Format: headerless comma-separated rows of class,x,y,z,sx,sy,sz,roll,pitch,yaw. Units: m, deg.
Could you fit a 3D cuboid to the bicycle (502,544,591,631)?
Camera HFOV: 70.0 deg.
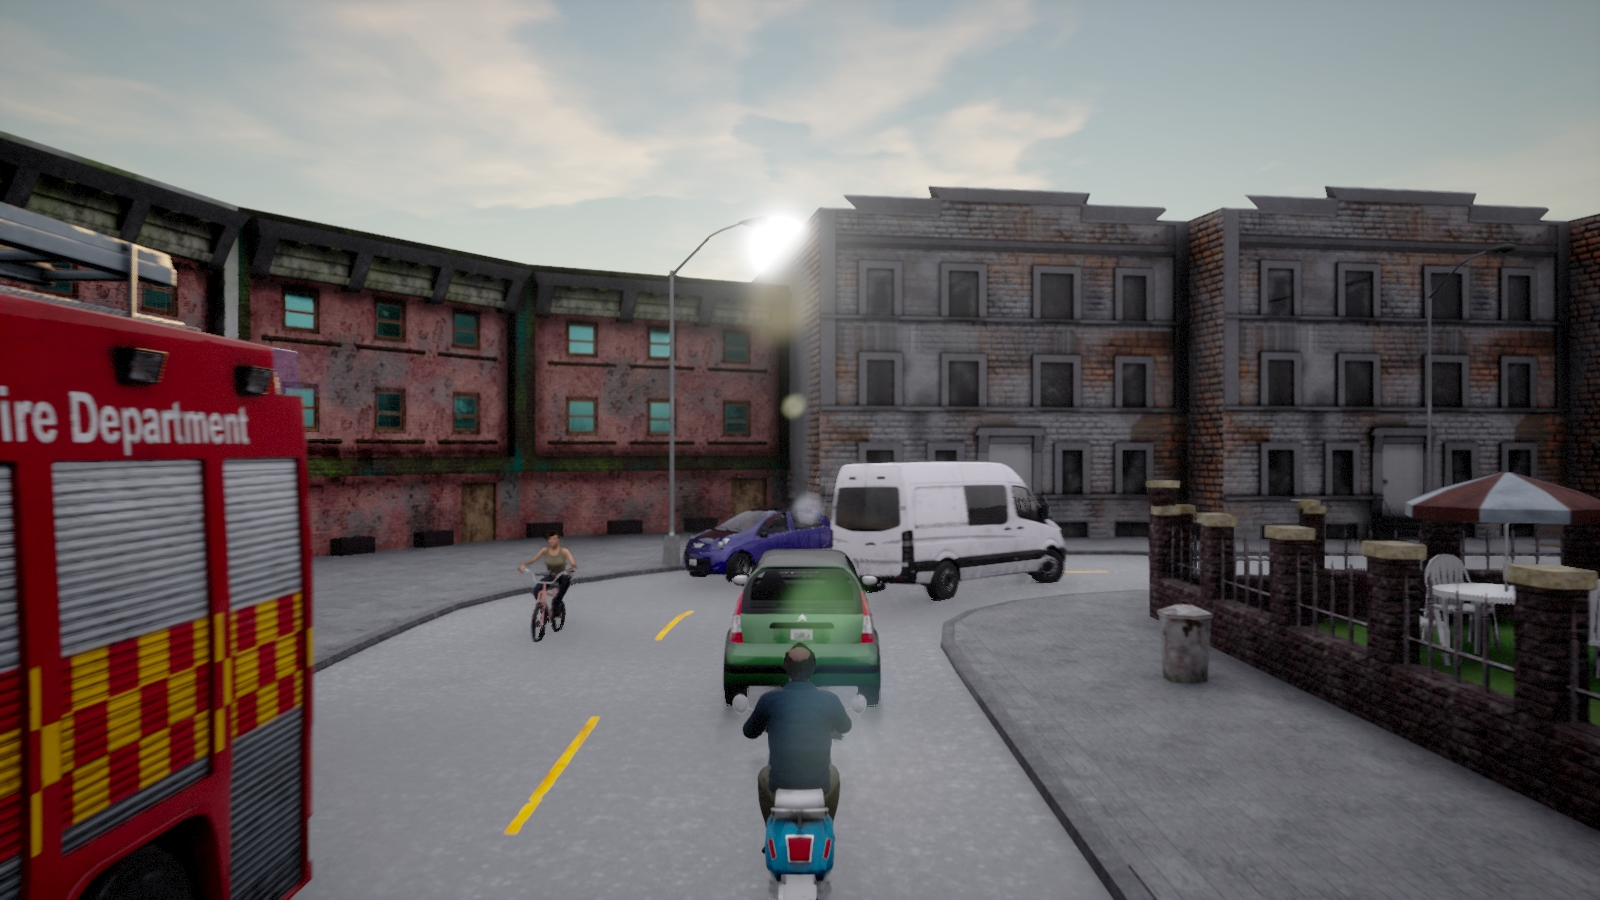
bicycle,-3.759,2.030,17.070,0.859,1.080,1.487,2,0,5

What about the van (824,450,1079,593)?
van,3.236,1.306,23.193,1.988,2.561,5.915,-2,-2,44

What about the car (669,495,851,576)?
car,-0.844,1.810,25.114,3.633,1.501,1.845,0,0,-39

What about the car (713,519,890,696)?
car,0.051,1.773,13.980,1.851,1.617,3.988,0,0,1
